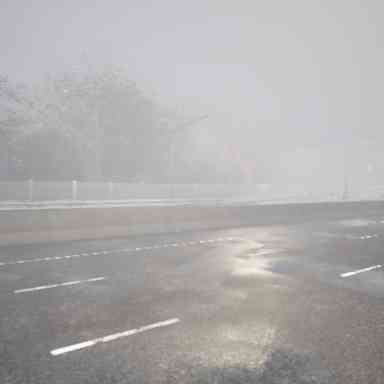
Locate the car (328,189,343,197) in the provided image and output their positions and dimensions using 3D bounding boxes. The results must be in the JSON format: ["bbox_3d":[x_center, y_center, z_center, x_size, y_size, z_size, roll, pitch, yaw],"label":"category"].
[{"bbox_3d":[36.412,0.222,85.220,2.150,2.045,5.566,0,1,32],"label":"car"}]
